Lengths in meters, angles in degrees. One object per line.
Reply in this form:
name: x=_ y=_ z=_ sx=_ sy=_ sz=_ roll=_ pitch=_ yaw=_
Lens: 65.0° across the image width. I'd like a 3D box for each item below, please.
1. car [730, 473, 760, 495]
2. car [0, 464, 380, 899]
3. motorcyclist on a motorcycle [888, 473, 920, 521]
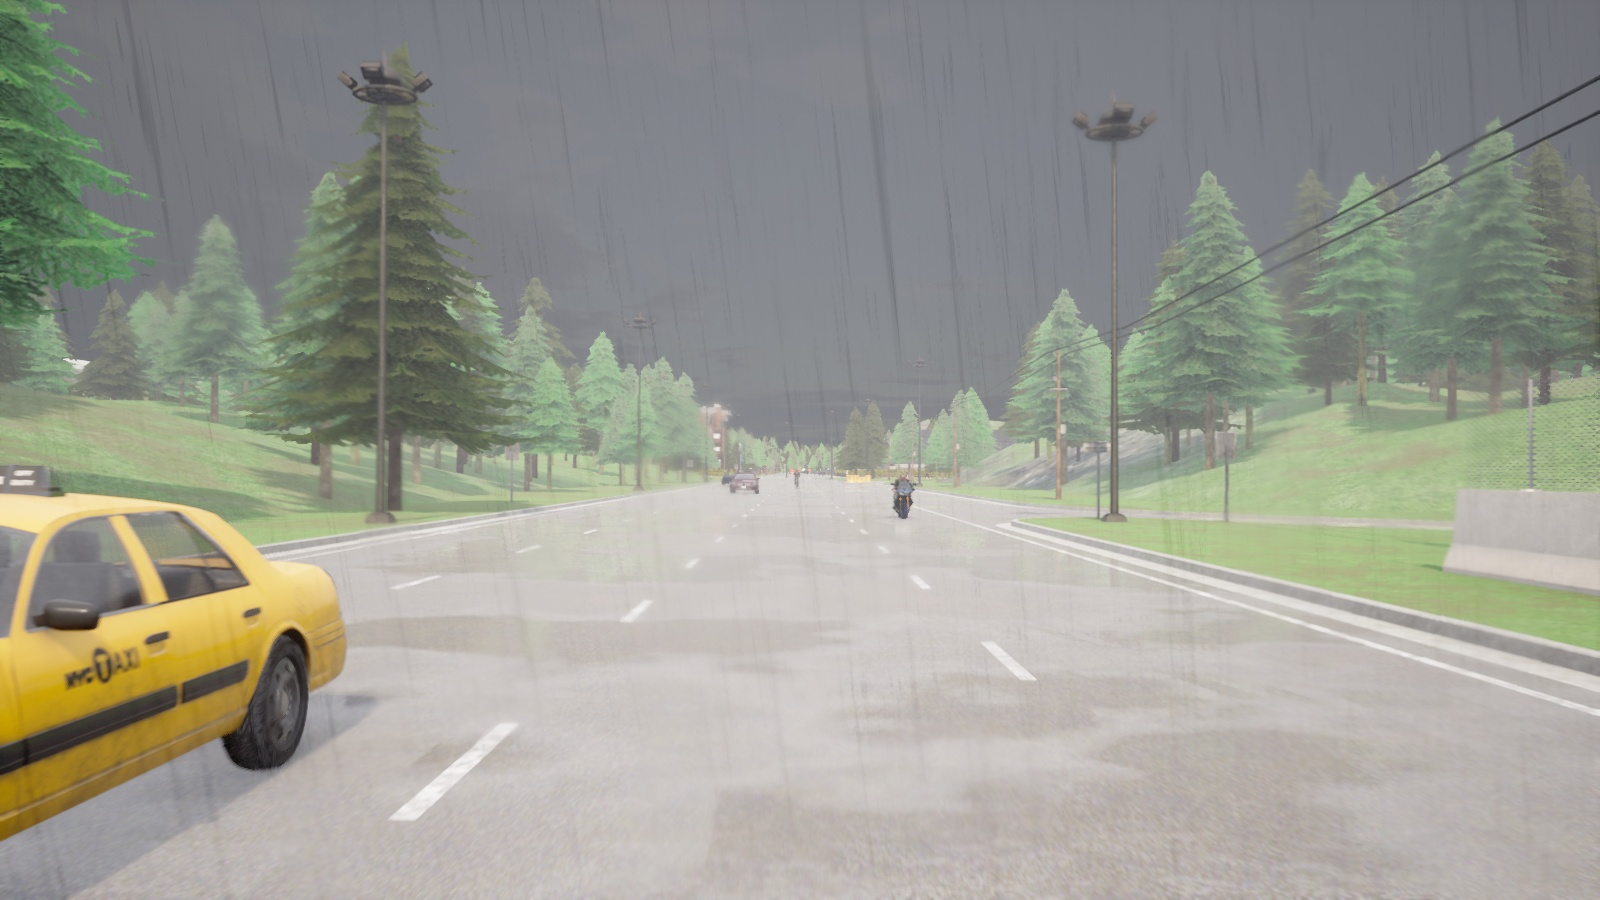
car: x=-3.707 y=2.282 z=85.264 sx=1.812 sy=1.442 sz=4.674 roll=0 pitch=-1 yaw=0
car: x=-3.537 y=0.857 z=5.324 sx=1.801 sy=1.575 sz=5.366 roll=0 pitch=-1 yaw=-1
motorcyclist on a motorcycle: x=3.400 y=1.528 z=41.341 sx=0.866 sy=1.530 sz=2.191 roll=0 pitch=-1 yaw=0
